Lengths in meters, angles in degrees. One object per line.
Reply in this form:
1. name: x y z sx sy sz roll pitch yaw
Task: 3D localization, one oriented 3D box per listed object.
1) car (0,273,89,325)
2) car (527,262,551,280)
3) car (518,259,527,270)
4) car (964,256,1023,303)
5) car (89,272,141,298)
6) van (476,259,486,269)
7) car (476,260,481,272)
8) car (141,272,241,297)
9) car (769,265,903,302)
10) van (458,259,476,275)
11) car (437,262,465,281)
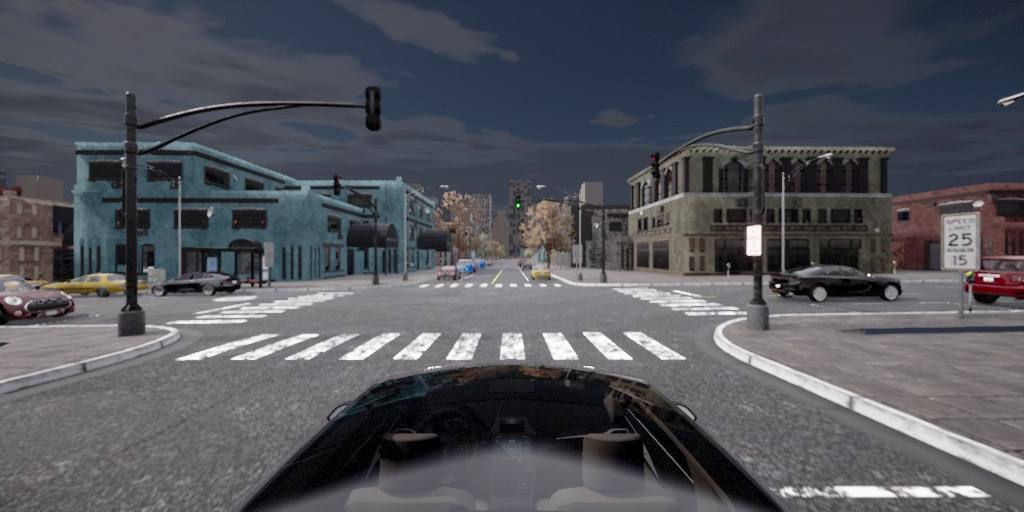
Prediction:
1. car: -18.094 1.490 12.510 4.097 1.591 1.967 0 0 -1
2. car: 2.621 1.463 33.262 1.751 1.417 4.829 0 0 0
3. car: 2.558 1.653 60.822 2.007 1.370 4.403 0 0 0
4. car: 19.922 0.913 13.248 5.009 1.841 2.192 0 0 -1
5. car: -24.055 1.619 20.738 4.829 1.417 1.751 0 0 -1
6. van: -5.823 1.443 60.803 1.690 1.789 3.998 0 0 0
7. car: -5.797 1.582 49.711 1.888 1.381 4.507 0 0 0
8. car: -18.232 1.593 20.856 4.313 1.339 1.948 0 0 -1
9. car: 14.174 1.137 15.821 5.008 1.535 1.882 -1 0 -1
10. van: -5.784 1.344 44.164 1.690 1.789 3.998 0 0 0
11. car: -5.758 1.520 33.072 1.802 1.307 4.207 0 0 0
